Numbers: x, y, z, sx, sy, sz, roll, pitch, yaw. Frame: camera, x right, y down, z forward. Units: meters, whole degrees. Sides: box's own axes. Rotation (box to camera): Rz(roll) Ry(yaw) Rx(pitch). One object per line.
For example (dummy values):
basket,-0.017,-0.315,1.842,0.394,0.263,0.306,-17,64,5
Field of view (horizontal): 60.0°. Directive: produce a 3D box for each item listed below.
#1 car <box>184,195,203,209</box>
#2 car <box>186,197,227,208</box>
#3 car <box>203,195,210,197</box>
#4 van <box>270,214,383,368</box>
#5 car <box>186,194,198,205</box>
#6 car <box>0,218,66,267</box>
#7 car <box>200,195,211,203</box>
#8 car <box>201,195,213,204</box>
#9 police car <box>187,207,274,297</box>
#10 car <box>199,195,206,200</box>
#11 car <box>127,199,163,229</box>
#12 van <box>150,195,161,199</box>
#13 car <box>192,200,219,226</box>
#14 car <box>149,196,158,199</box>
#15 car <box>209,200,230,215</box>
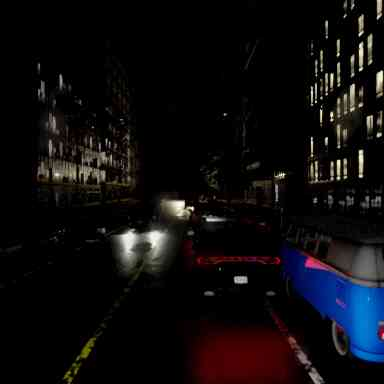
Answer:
car,0.048,1.341,45.424,2.097,1.767,4.553,0,0,0
car,0.868,1.350,18.606,2.097,1.767,4.553,0,0,0
car,2.731,1.540,45.470,2.008,1.369,4.403,0,0,0
van,2.696,1.340,5.624,1.690,1.788,3.998,0,0,0
car,0.053,1.322,59.376,2.097,1.767,4.553,0,0,0
car,-5.680,1.581,11.326,1.802,1.307,4.206,0,0,0
car,2.751,1.395,68.240,1.967,1.590,4.097,0,0,0
car,2.747,1.405,62.548,1.967,1.590,4.097,0,0,0
police car,0.909,1.424,8.754,1.930,1.638,5.238,0,0,0
car,2.772,1.455,91.010,1.887,1.381,4.507,0,0,0
car,-2.980,1.475,21.825,1.882,1.535,5.008,0,0,0
van,-5.644,1.324,51.174,1.690,1.788,3.998,0,0,0
car,0.923,1.453,24.834,1.801,1.575,5.366,0,0,0
car,-5.654,1.544,39.789,2.008,1.369,4.403,0,0,0
car,2.721,1.578,34.085,1.802,1.307,4.206,0,0,0
